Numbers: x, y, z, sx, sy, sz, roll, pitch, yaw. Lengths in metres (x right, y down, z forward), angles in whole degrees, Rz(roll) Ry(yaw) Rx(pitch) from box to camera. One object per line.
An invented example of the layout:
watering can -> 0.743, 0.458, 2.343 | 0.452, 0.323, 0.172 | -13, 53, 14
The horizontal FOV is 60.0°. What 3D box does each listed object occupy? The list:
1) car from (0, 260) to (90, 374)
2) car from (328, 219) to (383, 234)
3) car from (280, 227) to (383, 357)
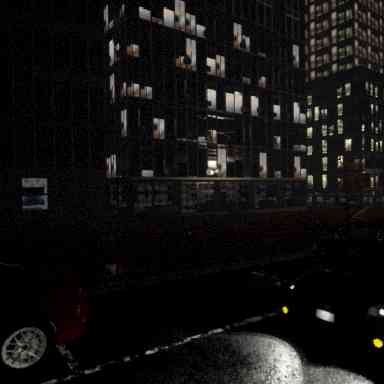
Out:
car -> -3.585, 1.545, 4.019 | 4.507, 1.381, 1.887 | 0, -1, -35
car -> 5.588, 1.552, 10.534 | 4.403, 1.369, 2.008 | 0, -1, -35
car -> 3.508, 1.564, 5.865 | 4.181, 1.385, 1.994 | 0, 0, -35
